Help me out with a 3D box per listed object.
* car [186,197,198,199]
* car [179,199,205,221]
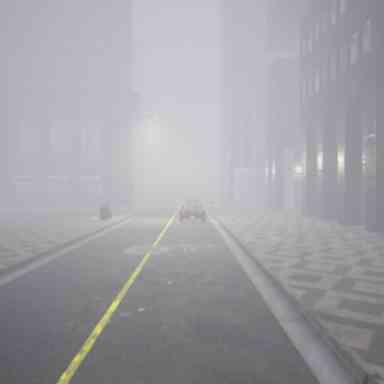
[{"bbox_3d":[-0.020,1.307,41.854,2.128,1.511,4.902,0,0,0],"label":"car"},{"bbox_3d":[0.027,1.482,25.840,1.895,1.301,4.718,0,0,0],"label":"car"}]
